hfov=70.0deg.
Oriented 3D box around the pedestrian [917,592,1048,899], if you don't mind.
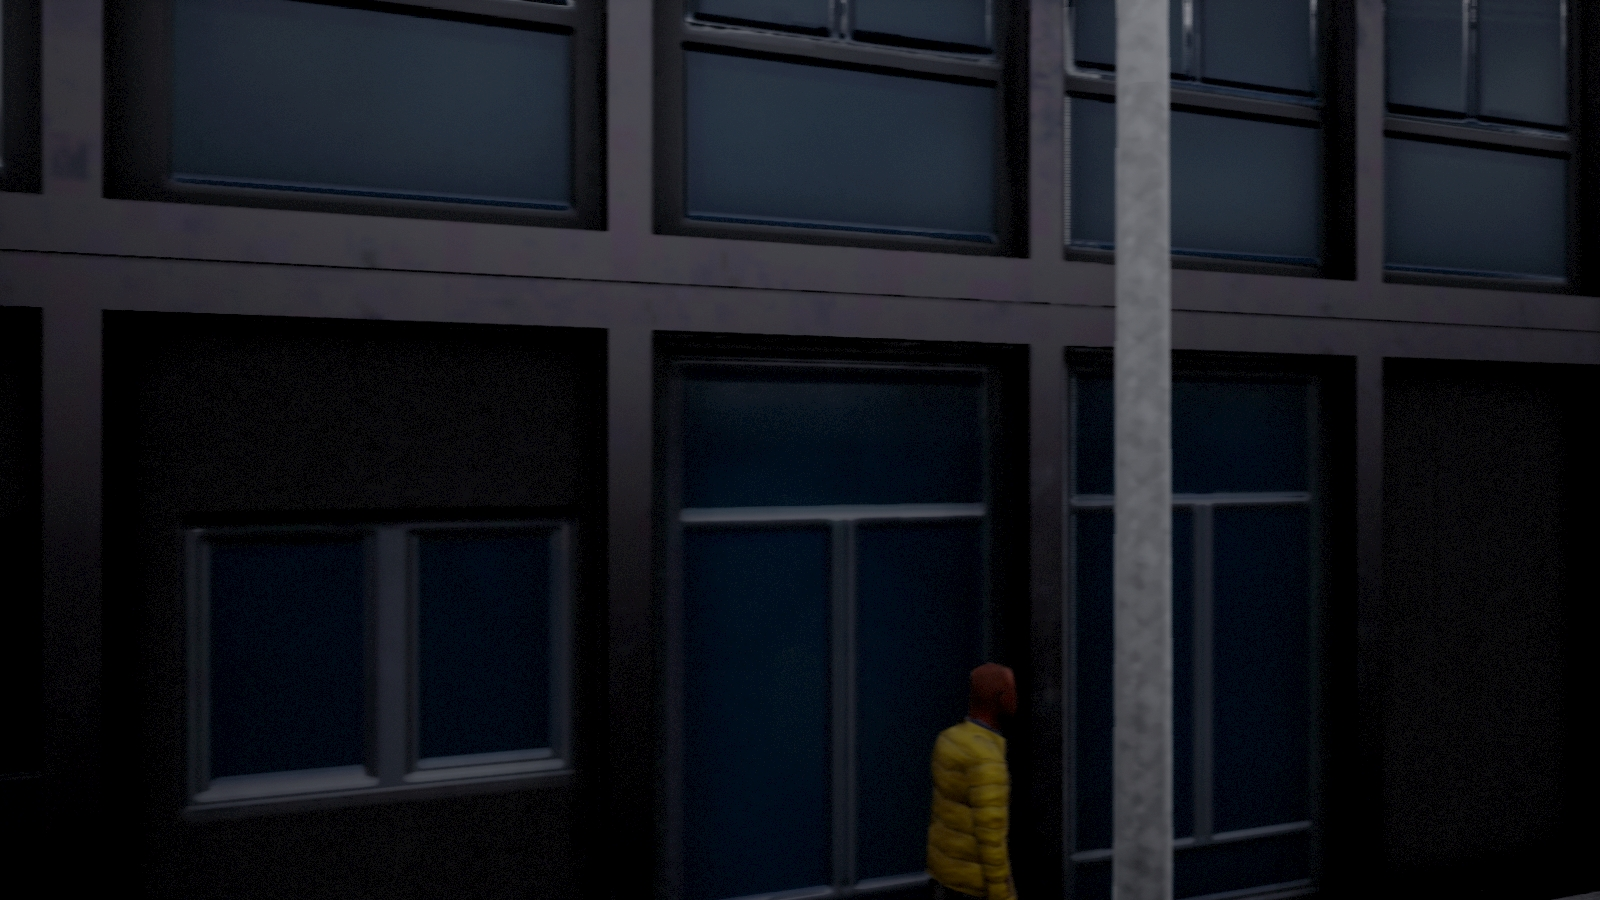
[{"bbox_3d":[0.719,1.523,4.530,0.375,1.860,0.375,0,0,-21],"label":"pedestrian"}]
